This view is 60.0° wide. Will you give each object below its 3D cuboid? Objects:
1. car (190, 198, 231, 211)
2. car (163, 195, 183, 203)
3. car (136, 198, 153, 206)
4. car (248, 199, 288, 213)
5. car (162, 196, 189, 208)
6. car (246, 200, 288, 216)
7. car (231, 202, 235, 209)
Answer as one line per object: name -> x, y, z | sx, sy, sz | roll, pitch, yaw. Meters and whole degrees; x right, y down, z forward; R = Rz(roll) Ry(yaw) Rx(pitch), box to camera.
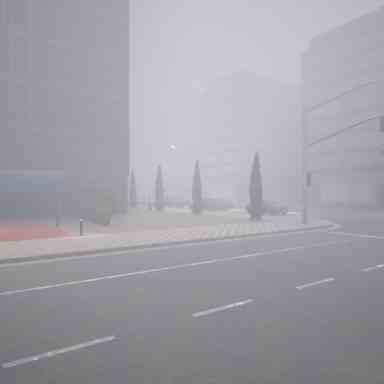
car -> 2.210, 1.505, 41.029 | 1.837, 1.490, 4.892 | 0, 0, -35
car -> -3.954, 1.478, 68.563 | 1.882, 1.535, 5.008 | 0, -1, -35
car -> -8.528, 1.601, 56.490 | 1.895, 1.301, 4.718 | 0, 0, -34
car -> 8.604, 1.564, 37.981 | 1.994, 1.385, 4.181 | 0, 0, -35
car -> -2.959, 1.352, 48.452 | 2.097, 1.767, 4.553 | 0, 0, -35
car -> 7.457, 1.526, 33.507 | 1.812, 1.442, 4.674 | 0, 0, -37
car -> 3.798, 1.564, 44.873 | 1.994, 1.385, 4.181 | 0, 0, -35
